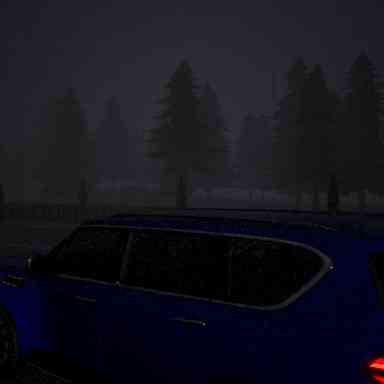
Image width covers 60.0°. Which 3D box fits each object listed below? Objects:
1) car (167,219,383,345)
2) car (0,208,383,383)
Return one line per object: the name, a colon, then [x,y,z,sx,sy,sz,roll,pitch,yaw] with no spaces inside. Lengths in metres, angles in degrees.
car: [2.079,1.477,6.502,5.008,1.535,1.882,0,0,33]
car: [-0.339,1.222,3.951,5.566,2.045,2.150,0,0,33]
